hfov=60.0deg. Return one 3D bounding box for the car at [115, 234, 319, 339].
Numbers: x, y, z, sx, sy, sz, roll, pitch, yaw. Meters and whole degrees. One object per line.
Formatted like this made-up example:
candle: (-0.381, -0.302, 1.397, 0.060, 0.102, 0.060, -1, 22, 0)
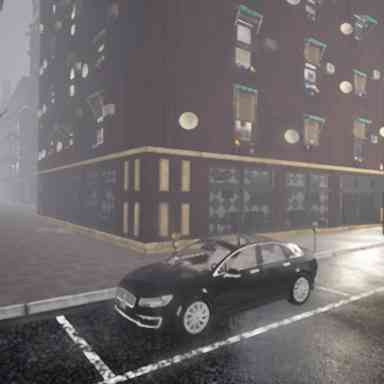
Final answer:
car: (0.691, 1.568, 6.540, 4.403, 1.369, 2.008, 0, 0, -35)
